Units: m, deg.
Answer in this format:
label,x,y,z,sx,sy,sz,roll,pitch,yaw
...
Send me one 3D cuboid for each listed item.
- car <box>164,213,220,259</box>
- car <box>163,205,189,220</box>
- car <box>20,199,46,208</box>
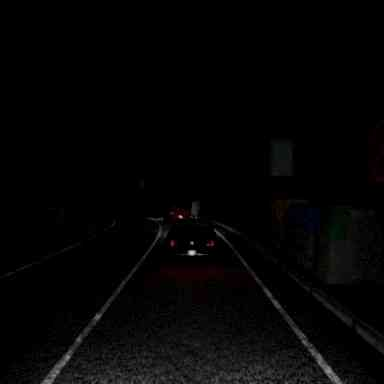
label,x,y,z,sx,sy,sz,roll,pitch,yaw
car,-0.022,1.747,13.244,1.895,1.301,4.718,0,-1,-1
car,-1.425,1.848,29.059,1.812,1.442,4.674,0,0,-12
car,-26.994,1.886,56.482,4.902,1.511,2.128,0,-1,27
